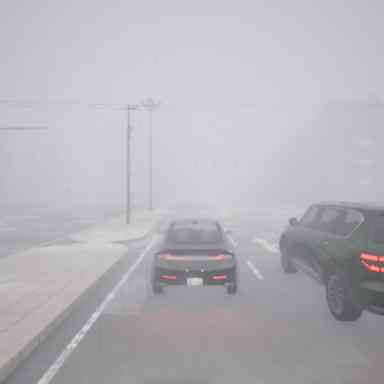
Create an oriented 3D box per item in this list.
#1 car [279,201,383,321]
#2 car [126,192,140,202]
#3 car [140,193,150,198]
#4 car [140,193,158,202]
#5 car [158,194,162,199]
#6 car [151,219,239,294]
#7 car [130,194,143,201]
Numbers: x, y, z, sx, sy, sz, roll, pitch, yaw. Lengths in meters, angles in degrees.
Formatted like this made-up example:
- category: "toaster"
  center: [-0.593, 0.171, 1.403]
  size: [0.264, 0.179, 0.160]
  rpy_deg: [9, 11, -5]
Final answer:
- category: "car"
  center: [3.567, 1.195, 7.320]
  size: [2.150, 2.045, 5.566]
  rpy_deg: [0, 0, 1]
- category: "car"
  center: [-12.581, 0.968, 70.841]
  size: [2.150, 2.045, 5.566]
  rpy_deg: [0, 0, 0]
- category: "car"
  center: [-12.517, 0.918, 89.233]
  size: [1.882, 1.535, 5.008]
  rpy_deg: [0, 0, 0]
- category: "car"
  center: [-9.081, 1.282, 70.904]
  size: [2.033, 1.411, 5.357]
  rpy_deg: [0, 0, 0]
- category: "car"
  center: [-9.023, 1.191, 87.376]
  size: [2.033, 1.411, 5.357]
  rpy_deg: [0, 0, 0]
- category: "car"
  center: [0.081, 1.460, 8.676]
  size: [2.128, 1.511, 4.902]
  rpy_deg: [0, 0, 1]
- category: "car"
  center: [-12.563, 1.249, 76.147]
  size: [2.128, 1.511, 4.902]
  rpy_deg: [0, 0, 0]
